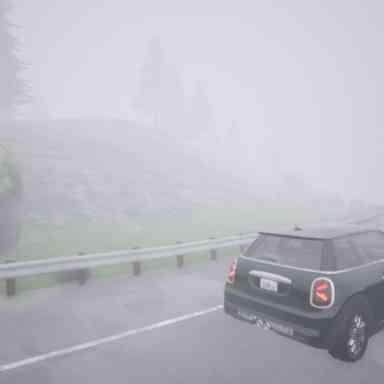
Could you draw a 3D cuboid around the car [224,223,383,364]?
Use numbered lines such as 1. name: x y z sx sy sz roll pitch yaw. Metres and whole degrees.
1. car: 2.745 1.362 6.177 4.553 1.767 2.097 0 0 -40
